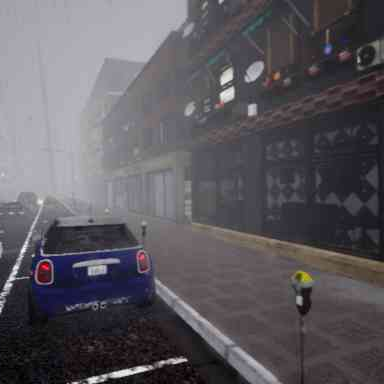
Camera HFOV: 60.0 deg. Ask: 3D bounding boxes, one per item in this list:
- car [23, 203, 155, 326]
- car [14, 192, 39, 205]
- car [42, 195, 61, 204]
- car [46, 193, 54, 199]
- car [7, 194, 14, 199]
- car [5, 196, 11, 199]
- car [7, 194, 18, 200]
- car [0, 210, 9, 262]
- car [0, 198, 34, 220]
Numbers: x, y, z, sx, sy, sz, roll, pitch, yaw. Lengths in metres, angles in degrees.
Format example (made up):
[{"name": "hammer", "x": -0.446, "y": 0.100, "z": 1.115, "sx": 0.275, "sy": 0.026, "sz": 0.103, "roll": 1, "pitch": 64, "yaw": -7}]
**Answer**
[{"name": "car", "x": -2.390, "y": 1.289, "z": 7.391, "sx": 2.097, "sy": 1.767, "sz": 4.553, "roll": -1, "pitch": 1, "yaw": -23}, {"name": "car", "x": -20.935, "y": 1.036, "z": 42.443, "sx": 2.150, "sy": 2.045, "sz": 5.566, "roll": -1, "pitch": 1, "yaw": -23}, {"name": "car", "x": -14.162, "y": 1.331, "z": 33.574, "sx": 1.752, "sy": 1.417, "sz": 4.829, "roll": -1, "pitch": 1, "yaw": -23}, {"name": "car", "x": -36.522, "y": 1.046, "z": 85.309, "sx": 1.752, "sy": 1.417, "sz": 4.829, "roll": -1, "pitch": 1, "yaw": -23}, {"name": "car", "x": -41.911, "y": 1.298, "z": 76.660, "sx": 2.008, "sy": 1.369, "sz": 4.403, "roll": -1, "pitch": 1, "yaw": -23}, {"name": "car", "x": -22.209, "y": 1.506, "z": 37.747, "sx": 1.895, "sy": 1.301, "sz": 4.718, "roll": -1, "pitch": 1, "yaw": -23}, {"name": "car", "x": -44.148, "y": 1.269, "z": 81.834, "sx": 2.008, "sy": 1.369, "sz": 4.403, "roll": -1, "pitch": 1, "yaw": -23}, {"name": "car", "x": -6.305, "y": 1.498, "z": 8.866, "sx": 1.837, "sy": 1.490, "sz": 4.892, "roll": -1, "pitch": 1, "yaw": -23}, {"name": "car", "x": -13.044, "y": 1.457, "z": 24.460, "sx": 2.033, "sy": 1.411, "sz": 5.357, "roll": -1, "pitch": 1, "yaw": -23}]
